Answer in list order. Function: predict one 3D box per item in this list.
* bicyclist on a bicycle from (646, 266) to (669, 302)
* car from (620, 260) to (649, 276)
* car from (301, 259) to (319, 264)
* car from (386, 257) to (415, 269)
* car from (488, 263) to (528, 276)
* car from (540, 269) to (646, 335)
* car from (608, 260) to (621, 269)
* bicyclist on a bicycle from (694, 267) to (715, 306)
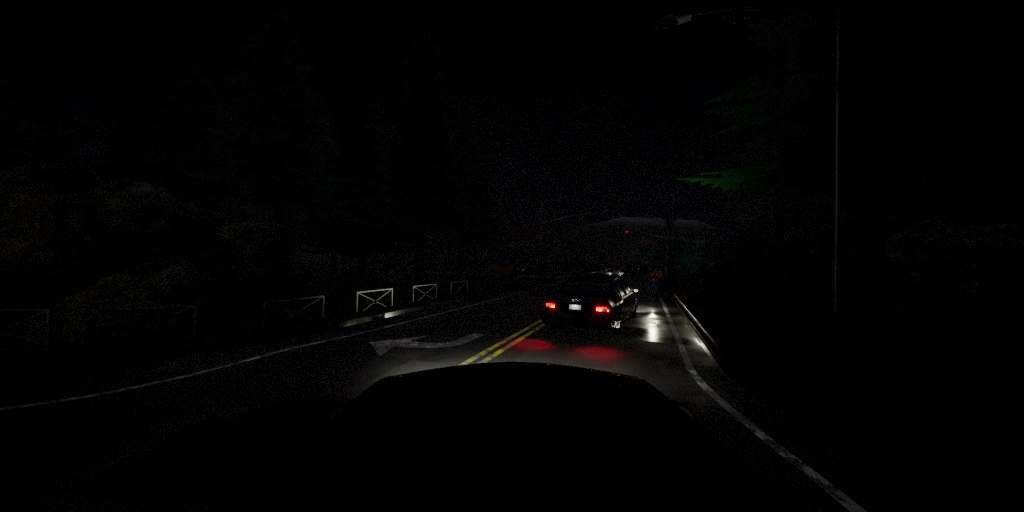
[{"bbox_3d":[6.718,1.283,16.514,1.656,1.620,0.582,1,0,-30],"label":"bicyclist on a bicycle"},{"bbox_3d":[15.768,1.629,45.331,2.097,1.767,4.553,0,-1,34],"label":"car"},{"bbox_3d":[-31.921,1.288,56.762,4.181,1.385,1.994,1,-1,29],"label":"car"},{"bbox_3d":[-14.505,1.167,48.752,5.566,2.045,2.150,1,-1,22],"label":"car"},{"bbox_3d":[-0.471,1.610,43.423,5.008,1.535,1.882,1,-1,21],"label":"car"},{"bbox_3d":[2.483,1.244,10.382,2.033,1.411,5.357,1,-1,25],"label":"car"},{"bbox_3d":[17.401,1.659,59.749,2.150,2.045,5.566,1,-1,21],"label":"car"},{"bbox_3d":[8.138,1.296,15.106,1.656,1.620,0.582,1,0,-33],"label":"bicyclist on a bicycle"}]
